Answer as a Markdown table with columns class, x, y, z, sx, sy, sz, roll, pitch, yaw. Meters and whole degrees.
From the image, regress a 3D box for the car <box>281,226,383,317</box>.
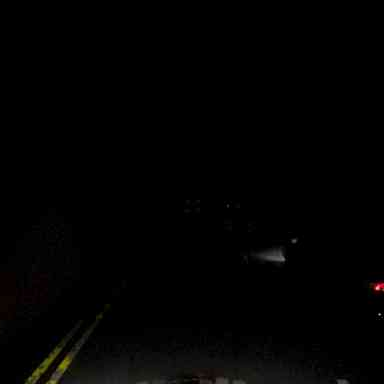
| class | x | y | z | sx | sy | sz | roll | pitch | yaw |
| --- | --- | --- | --- | --- | --- | --- | --- | --- | --- |
| car | 3.603 | 1.490 | 7.613 | 2.033 | 1.411 | 5.357 | 0 | 0 | 0 |

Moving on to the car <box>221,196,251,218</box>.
| class | x | y | z | sx | sy | sz | roll | pitch | yaw |
| --- | --- | --- | --- | --- | --- | --- | --- | --- | --- |
| car | 3.610 | 1.143 | 28.006 | 2.097 | 1.767 | 4.553 | 0 | 0 | 0 |

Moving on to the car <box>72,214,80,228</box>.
| class | x | y | z | sx | sy | sz | roll | pitch | yaw |
| --- | --- | --- | --- | --- | --- | --- | --- | --- | --- |
| car | -7.095 | 1.479 | 16.154 | 1.895 | 1.301 | 4.718 | 0 | 0 | 0 |

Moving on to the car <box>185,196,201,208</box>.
| class | x | y | z | sx | sy | sz | roll | pitch | yaw |
| --- | --- | --- | --- | --- | --- | --- | --- | --- | --- |
| car | 0.106 | 1.214 | 41.753 | 1.812 | 1.442 | 4.674 | 0 | 0 | 0 |
